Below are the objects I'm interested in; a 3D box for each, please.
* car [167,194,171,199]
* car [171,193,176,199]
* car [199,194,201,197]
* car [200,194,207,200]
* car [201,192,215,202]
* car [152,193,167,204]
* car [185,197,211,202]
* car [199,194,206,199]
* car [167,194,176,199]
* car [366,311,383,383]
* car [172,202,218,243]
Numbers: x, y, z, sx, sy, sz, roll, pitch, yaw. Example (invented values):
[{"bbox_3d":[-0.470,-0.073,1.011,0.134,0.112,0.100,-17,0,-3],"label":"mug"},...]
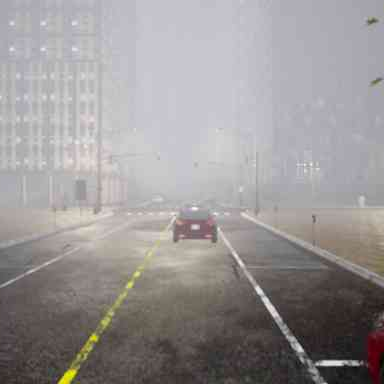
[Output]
[{"bbox_3d":[-5.666,1.070,62.021,2.192,1.841,5.009,0,0,0],"label":"car"},{"bbox_3d":[-5.524,1.174,84.723,1.887,1.381,4.507,0,0,0],"label":"car"},{"bbox_3d":[2.912,1.307,62.005,2.008,1.369,4.403,0,0,0],"label":"car"},{"bbox_3d":[2.857,1.154,84.872,1.752,1.417,4.829,0,0,0],"label":"car"},{"bbox_3d":[2.932,1.225,56.326,1.967,1.590,4.097,0,0,0],"label":"car"},{"bbox_3d":[-5.709,1.310,56.174,1.752,1.417,4.829,0,0,0],"label":"car"},{"bbox_3d":[0.143,1.415,26.573,2.163,1.488,4.792,0,0,0],"label":"car"},{"bbox_3d":[2.868,1.141,90.376,1.887,1.381,4.507,0,0,0],"label":"car"},{"bbox_3d":[-5.513,1.146,90.399,2.008,1.369,4.403,0,0,0],"label":"car"},{"bbox_3d":[2.695,1.312,1.142,2.192,1.841,5.009,0,0,0],"label":"car"},{"bbox_3d":[0.129,1.453,15.907,2.163,1.488,4.792,0,0,0],"label":"car"}]
